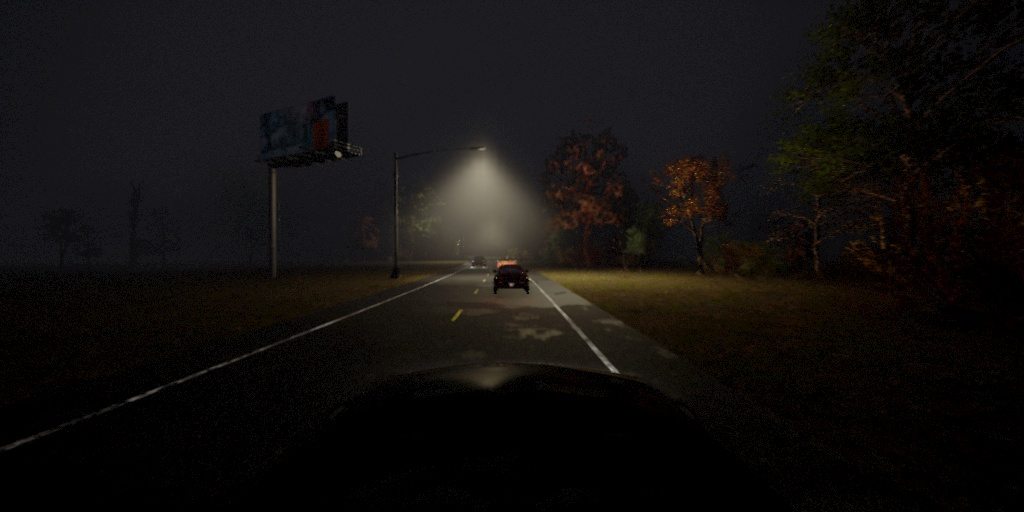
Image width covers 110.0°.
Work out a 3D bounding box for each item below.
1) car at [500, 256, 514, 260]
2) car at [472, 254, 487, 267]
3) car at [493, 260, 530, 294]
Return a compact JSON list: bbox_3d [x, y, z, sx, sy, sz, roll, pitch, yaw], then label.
[{"bbox_3d":[-0.557,0.826,38.000,2.097,1.767,4.553,0,0,-2],"label":"car"},{"bbox_3d":[-4.900,0.703,53.887,2.097,1.767,4.553,0,0,-2],"label":"car"},{"bbox_3d":[-0.055,1.148,19.284,1.812,1.442,4.674,0,0,-1],"label":"car"}]
